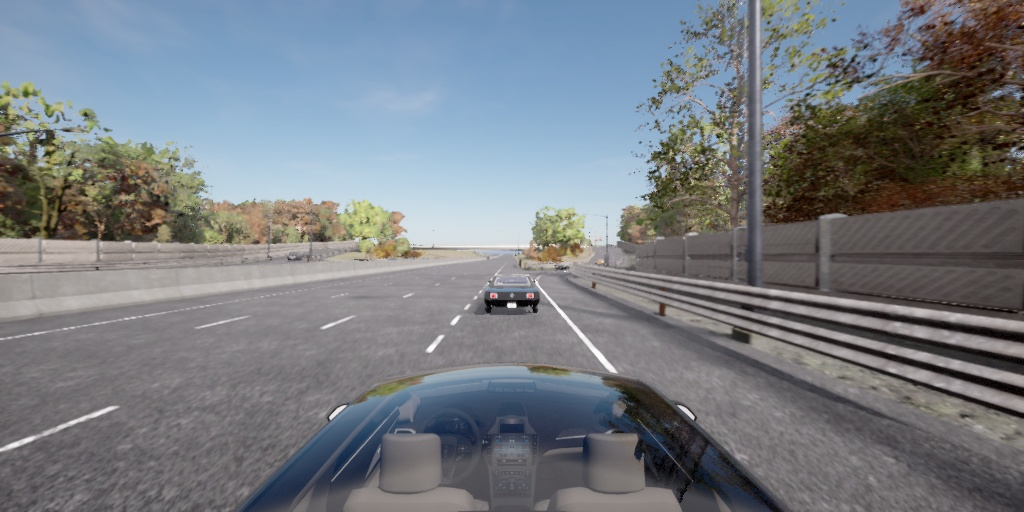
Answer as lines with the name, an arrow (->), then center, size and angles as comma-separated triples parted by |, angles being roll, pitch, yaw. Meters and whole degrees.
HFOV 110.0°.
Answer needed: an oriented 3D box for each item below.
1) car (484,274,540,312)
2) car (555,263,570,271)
car -> 0.001, 1.356, 14.150 | 1.895, 1.301, 4.718 | 0, 0, 0
car -> 9.041, 1.918, 61.438 | 1.895, 1.301, 4.718 | 0, -1, 26
